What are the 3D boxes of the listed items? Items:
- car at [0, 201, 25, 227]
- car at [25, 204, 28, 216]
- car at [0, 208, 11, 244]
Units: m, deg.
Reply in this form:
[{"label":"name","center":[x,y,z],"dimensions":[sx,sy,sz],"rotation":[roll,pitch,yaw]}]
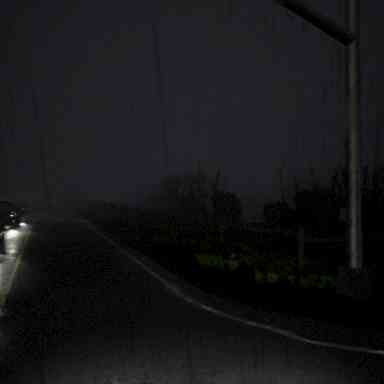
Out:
[{"label":"car","center":[-12.832,1.411,22.523],"dimensions":[2.097,1.767,4.553],"rotation":[0,0,-24]},{"label":"car","center":[-17.734,1.694,33.663],"dimensions":[1.895,1.301,4.718],"rotation":[0,0,-24]},{"label":"car","center":[-9.061,1.596,13.971],"dimensions":[1.994,1.385,4.181],"rotation":[0,0,-24]}]
